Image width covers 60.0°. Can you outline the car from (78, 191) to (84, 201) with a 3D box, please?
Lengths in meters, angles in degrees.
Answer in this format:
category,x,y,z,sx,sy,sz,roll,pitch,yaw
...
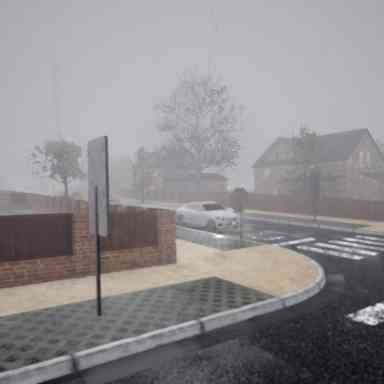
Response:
category,x,y,z,sx,sy,sz,roll,pitch,yaw
car,-13.226,0.577,44.507,1.882,1.535,5.008,-2,2,-34

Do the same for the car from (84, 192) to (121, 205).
category,x,y,z,sx,sy,sz,roll,pitch,yaw
car,-8.495,0.901,32.490,2.128,1.511,4.902,-2,2,-34

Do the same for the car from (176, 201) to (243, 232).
category,x,y,z,sx,sy,sz,roll,pitch,yaw
car,0.830,1.269,18.871,1.812,1.442,4.674,-2,2,-34

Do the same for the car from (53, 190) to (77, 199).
category,x,y,z,sx,sy,sz,roll,pitch,yaw
car,-18.415,0.595,47.139,2.128,1.511,4.902,-2,2,-34
